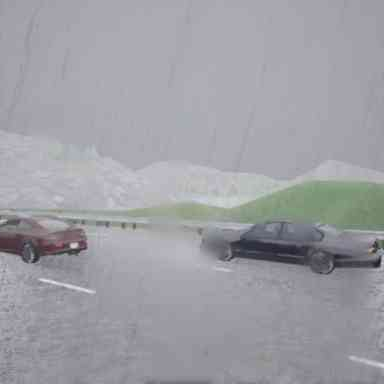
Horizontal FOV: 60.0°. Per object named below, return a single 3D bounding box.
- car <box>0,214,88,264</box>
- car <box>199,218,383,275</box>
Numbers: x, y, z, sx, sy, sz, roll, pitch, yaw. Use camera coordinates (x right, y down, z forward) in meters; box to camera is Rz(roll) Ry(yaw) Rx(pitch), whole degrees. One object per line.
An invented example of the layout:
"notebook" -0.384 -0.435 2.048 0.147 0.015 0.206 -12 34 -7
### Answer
"car" -5.682 1.520 11.711 4.674 1.442 1.812 0 0 32
"car" 2.880 1.534 10.401 5.357 1.411 2.033 0 0 34
